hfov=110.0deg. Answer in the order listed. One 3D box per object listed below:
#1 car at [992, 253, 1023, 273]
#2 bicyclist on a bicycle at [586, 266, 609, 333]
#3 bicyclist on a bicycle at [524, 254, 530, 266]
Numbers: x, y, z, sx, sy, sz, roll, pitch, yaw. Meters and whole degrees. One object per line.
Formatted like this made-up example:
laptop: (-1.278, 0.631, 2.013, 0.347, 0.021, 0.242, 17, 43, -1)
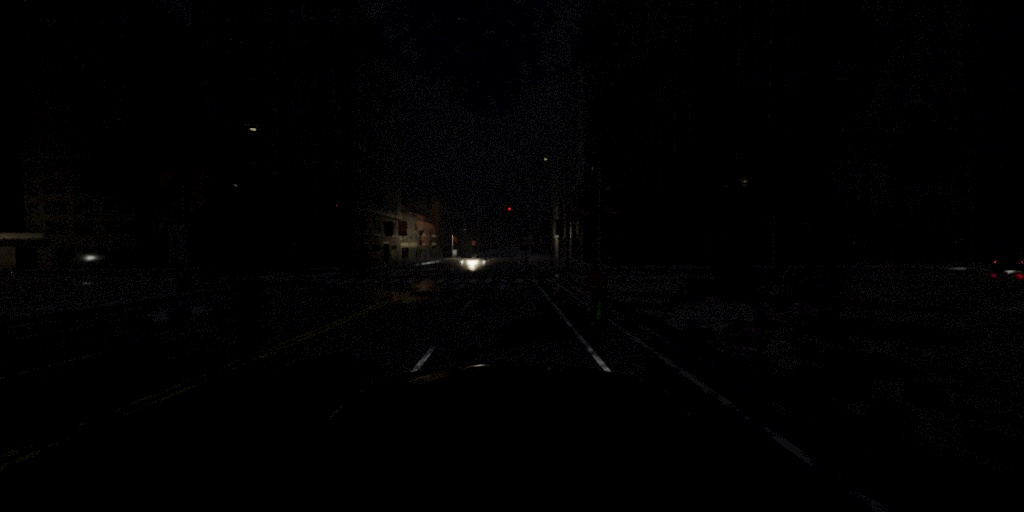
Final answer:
car: (42.898, 0.552, 29.522, 4.553, 1.767, 2.097, 0, 2, 0)
bicyclist on a bicycle: (2.219, 1.096, 9.325, 0.582, 1.620, 1.656, 0, 1, 0)
bicyclist on a bicycle: (2.045, 0.551, 49.825, 0.866, 1.612, 1.509, 0, 1, 0)
